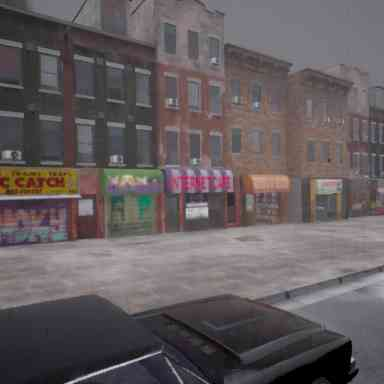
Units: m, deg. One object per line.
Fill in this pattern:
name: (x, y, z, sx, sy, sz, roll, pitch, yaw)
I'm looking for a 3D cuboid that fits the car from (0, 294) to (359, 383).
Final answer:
car: (-0.704, 1.600, 2.662, 4.718, 1.301, 1.895, 0, 0, -35)
